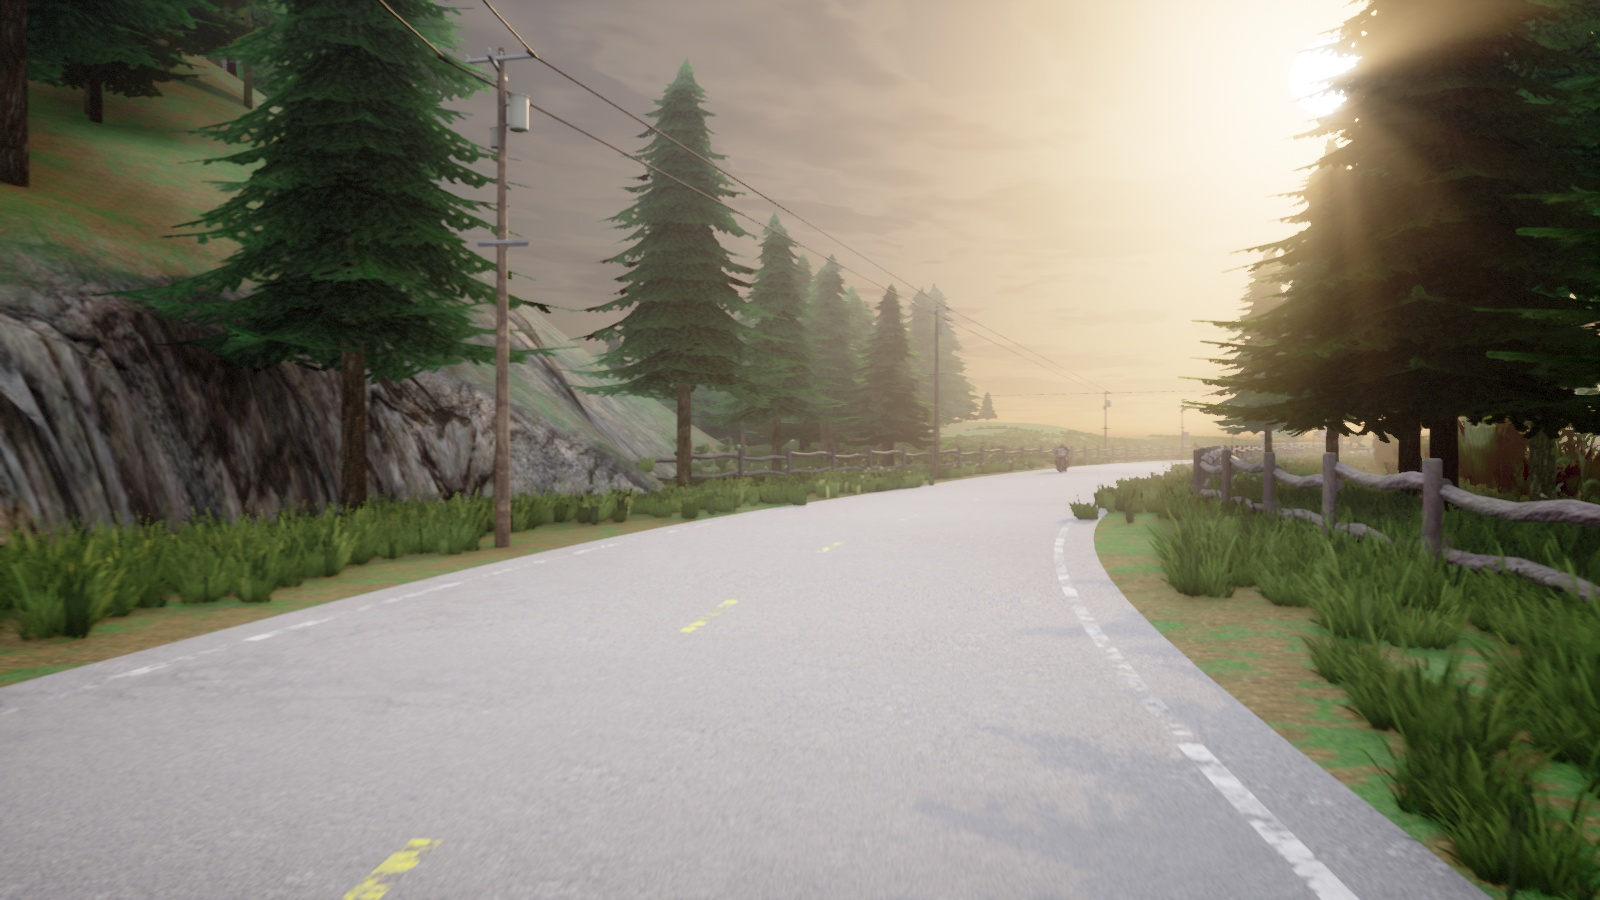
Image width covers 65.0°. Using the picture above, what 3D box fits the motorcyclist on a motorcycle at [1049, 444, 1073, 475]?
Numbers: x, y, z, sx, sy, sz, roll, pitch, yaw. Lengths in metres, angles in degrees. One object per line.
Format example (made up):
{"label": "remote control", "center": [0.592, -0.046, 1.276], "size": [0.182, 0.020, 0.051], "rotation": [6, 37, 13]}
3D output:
{"label": "motorcyclist on a motorcycle", "center": [13.133, 0.444, 63.105], "size": [0.866, 1.530, 2.191], "rotation": [0, 0, 21]}
